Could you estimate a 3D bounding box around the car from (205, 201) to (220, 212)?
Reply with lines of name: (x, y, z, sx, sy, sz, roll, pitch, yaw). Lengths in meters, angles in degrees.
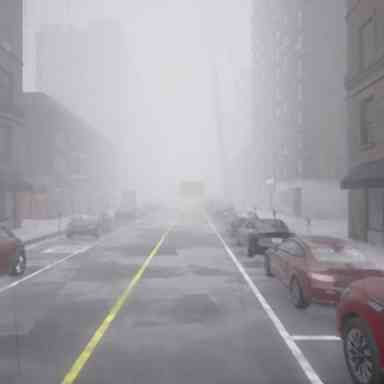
car: (2.847, 1.957, 46.585, 1.752, 1.417, 4.829, 0, -1, 0)

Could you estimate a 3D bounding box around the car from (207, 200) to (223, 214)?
car: (2.850, 1.856, 35.538, 1.752, 1.417, 4.829, 0, -1, 0)

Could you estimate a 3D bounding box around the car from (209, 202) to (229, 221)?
car: (2.851, 1.845, 29.845, 1.947, 1.339, 4.313, 0, -1, 0)

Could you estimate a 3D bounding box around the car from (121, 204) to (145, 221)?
car: (-5.674, 1.823, 29.823, 1.887, 1.381, 4.507, 0, -1, 0)

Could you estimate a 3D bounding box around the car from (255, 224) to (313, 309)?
car: (2.856, 1.656, 7.751, 1.802, 1.307, 4.206, 0, -1, 0)

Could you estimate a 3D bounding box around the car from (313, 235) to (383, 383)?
car: (2.858, 1.337, 2.230, 2.192, 1.841, 5.009, 0, -1, 0)

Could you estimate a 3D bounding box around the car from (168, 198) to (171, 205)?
car: (-5.685, 2.264, 74.022, 1.802, 1.307, 4.206, 0, -1, 0)

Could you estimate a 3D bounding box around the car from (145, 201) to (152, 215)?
car: (-5.676, 1.911, 35.348, 1.802, 1.307, 4.206, 0, -1, 0)

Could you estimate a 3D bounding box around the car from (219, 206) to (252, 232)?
car: (2.854, 1.728, 18.798, 2.008, 1.369, 4.403, 0, -1, 0)

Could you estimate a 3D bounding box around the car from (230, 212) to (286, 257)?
car: (2.855, 1.692, 13.274, 1.947, 1.339, 4.313, 0, -1, 0)

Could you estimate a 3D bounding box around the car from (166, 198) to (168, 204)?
car: (-5.681, 2.096, 57.447, 1.947, 1.339, 4.313, 0, -1, 0)

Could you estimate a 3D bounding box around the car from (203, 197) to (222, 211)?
car: (2.849, 1.695, 40.894, 2.192, 1.841, 5.009, 0, -1, 0)

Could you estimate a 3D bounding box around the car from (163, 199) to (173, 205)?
car: (-5.686, 2.298, 79.547, 1.947, 1.339, 4.313, 0, -1, 0)

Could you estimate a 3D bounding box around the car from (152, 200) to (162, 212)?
car: (-5.678, 1.975, 46.398, 1.887, 1.381, 4.507, 0, -1, 0)

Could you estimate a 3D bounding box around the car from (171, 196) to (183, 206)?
car: (-3.017, 2.179, 71.759, 1.812, 1.442, 4.674, 0, -1, 0)

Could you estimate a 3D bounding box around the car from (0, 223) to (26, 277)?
car: (-5.670, 1.514, 7.724, 1.967, 1.590, 4.097, 0, -1, 0)

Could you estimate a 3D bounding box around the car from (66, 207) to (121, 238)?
car: (-5.672, 1.728, 18.773, 2.008, 1.369, 4.403, 0, -1, 0)

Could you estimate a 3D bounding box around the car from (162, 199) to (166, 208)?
car: (-5.680, 2.046, 51.922, 1.947, 1.339, 4.313, 0, -1, 0)

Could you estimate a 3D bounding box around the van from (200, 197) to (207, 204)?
van: (2.839, 2.124, 85.081, 1.690, 1.788, 3.998, 0, -1, 0)

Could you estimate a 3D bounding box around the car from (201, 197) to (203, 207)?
car: (2.846, 1.921, 51.939, 1.967, 1.590, 4.097, 0, -1, 0)

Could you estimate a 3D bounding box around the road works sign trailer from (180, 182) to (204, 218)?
road works sign trailer: (-0.008, 0.779, 33.758, 2.380, 3.560, 2.880, 0, -1, 0)

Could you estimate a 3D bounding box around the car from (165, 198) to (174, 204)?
car: (-5.687, 2.223, 85.073, 1.967, 1.590, 4.097, 0, -1, 0)
